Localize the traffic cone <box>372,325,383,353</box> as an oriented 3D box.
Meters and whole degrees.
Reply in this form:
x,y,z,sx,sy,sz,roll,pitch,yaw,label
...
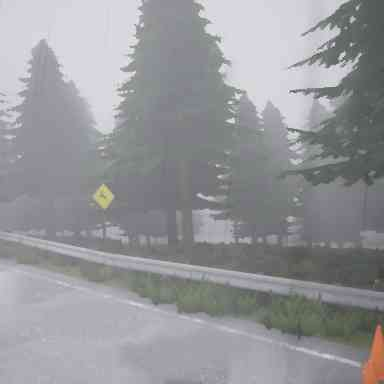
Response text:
x,y,z,sx,sy,sz,roll,pitch,yaw,label
2.322,1.956,4.124,0.340,0.580,0.340,0,0,34,traffic cone

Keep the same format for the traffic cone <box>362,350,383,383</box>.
x,y,z,sx,sy,sz,roll,pitch,yaw,label
1.775,1.956,3.289,0.340,0.580,0.340,0,0,34,traffic cone
